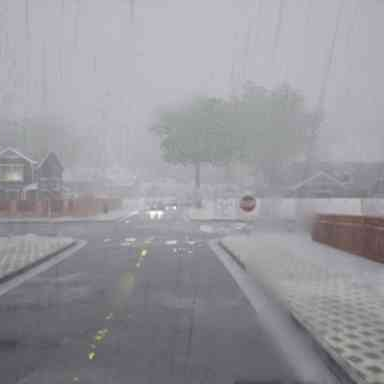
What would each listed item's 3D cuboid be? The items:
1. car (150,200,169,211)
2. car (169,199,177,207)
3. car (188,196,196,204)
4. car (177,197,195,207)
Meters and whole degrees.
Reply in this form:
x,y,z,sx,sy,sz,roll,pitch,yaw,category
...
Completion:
x,y,z,sx,sy,sz,roll,pitch,yaw,category
-5.194,2.014,50.342,2.128,1.511,4.902,0,-1,2,car
-3.922,2.203,67.391,1.837,1.490,4.892,0,-1,6,car
0.146,1.870,76.539,2.150,2.045,5.566,0,0,10,car
-1.234,2.268,66.688,1.994,1.385,4.181,0,-1,8,car
